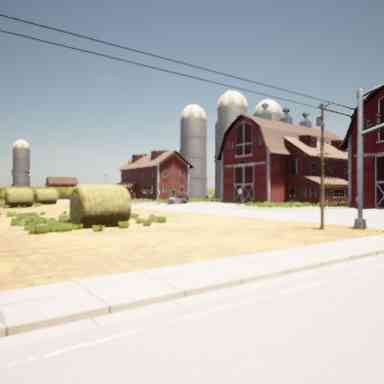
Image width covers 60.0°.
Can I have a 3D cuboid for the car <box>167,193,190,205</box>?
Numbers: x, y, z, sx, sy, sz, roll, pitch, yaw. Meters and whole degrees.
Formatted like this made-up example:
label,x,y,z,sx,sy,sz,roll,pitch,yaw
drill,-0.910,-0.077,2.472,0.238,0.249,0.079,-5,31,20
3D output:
label,x,y,z,sx,sy,sz,roll,pitch,yaw
car,-2.381,1.181,58.787,3.866,1.878,1.905,-2,5,11
